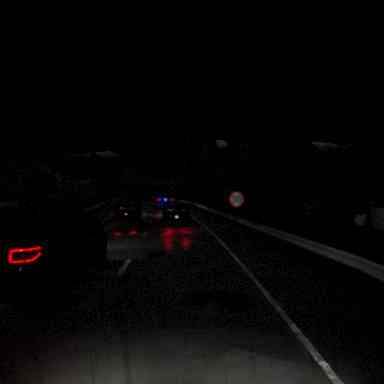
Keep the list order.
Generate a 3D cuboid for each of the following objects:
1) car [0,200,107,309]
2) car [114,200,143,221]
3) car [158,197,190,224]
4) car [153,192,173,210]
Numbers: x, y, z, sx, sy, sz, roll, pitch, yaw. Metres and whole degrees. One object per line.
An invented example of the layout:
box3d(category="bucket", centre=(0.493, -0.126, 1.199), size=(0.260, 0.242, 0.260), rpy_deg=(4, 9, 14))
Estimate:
box3d(category="car", centre=(-3.610, 1.188, 7.889), size=(2.150, 2.045, 5.566), rpy_deg=(0, 0, -2))
box3d(category="car", centre=(-4.989, 1.375, 26.243), size=(2.128, 1.511, 4.902), rpy_deg=(0, 0, -6))
box3d(category="car", centre=(-1.215, 1.383, 23.777), size=(2.128, 1.511, 4.902), rpy_deg=(0, 0, -6))
box3d(category="car", centre=(-3.486, 1.038, 40.789), size=(2.150, 2.045, 5.566), rpy_deg=(0, 0, -10))
